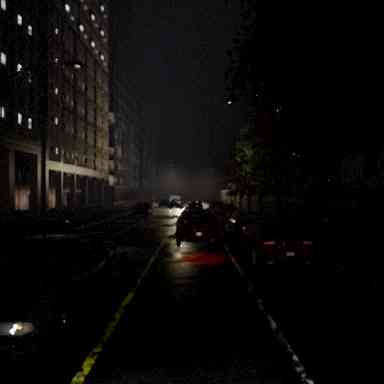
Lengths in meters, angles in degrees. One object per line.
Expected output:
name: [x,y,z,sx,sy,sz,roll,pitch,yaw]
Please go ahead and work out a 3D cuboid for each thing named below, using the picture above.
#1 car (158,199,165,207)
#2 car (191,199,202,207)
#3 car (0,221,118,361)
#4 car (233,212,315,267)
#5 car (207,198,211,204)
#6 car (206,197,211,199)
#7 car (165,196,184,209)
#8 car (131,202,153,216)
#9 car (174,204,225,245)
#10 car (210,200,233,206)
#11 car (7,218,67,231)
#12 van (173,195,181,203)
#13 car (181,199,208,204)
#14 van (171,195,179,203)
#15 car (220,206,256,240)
car: [-4.694,1.824,56.752,1.947,1.339,4.313,0,0,1]
car: [0.776,1.866,58.638,1.895,1.301,4.718,0,0,1]
car: [-2.839,1.578,6.579,2.033,1.411,5.357,0,0,0]
car: [2.733,1.594,11.433,1.887,1.381,4.507,0,0,0]
car: [2.988,1.721,39.627,1.887,1.381,4.507,0,0,1]
car: [3.089,1.728,45.436,1.752,1.417,4.829,0,0,1]
car: [-2.308,1.678,48.635,2.033,1.411,5.357,0,0,1]
car: [-5.116,1.699,34.251,1.887,1.381,4.507,0,0,1]
car: [0.211,1.548,15.887,1.882,1.535,5.008,0,0,-2]
car: [2.839,1.669,28.346,1.887,1.381,4.507,0,0,1]
car: [-5.437,1.620,11.758,1.947,1.339,4.313,0,0,0]
van: [-3.814,1.733,84.888,1.690,1.788,3.998,0,0,2]
car: [0.296,1.697,33.569,2.033,1.411,5.357,0,0,1]
van: [-4.019,1.706,79.263,1.690,1.788,3.998,0,0,2]
car: [2.753,1.625,17.066,2.008,1.369,4.403,0,0,0]
